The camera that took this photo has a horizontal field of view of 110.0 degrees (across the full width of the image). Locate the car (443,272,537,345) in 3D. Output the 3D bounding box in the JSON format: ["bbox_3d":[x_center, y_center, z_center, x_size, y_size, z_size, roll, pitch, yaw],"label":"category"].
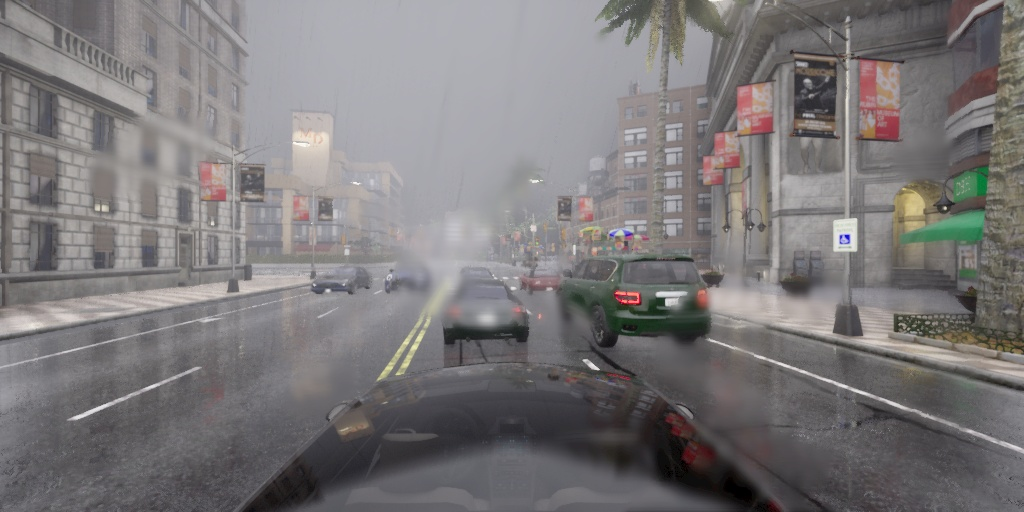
[{"bbox_3d":[-0.767,1.313,9.634,1.994,1.385,4.181,0,0,-7],"label":"car"}]

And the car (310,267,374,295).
[{"bbox_3d":[-9.213,1.296,19.986,2.033,1.411,5.357,0,0,-7],"label":"car"}]

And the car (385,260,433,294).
[{"bbox_3d":[-5.730,1.100,20.326,2.097,1.767,4.553,0,0,-7],"label":"car"}]

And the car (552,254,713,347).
[{"bbox_3d":[2.788,0.971,9.500,2.150,2.045,5.566,0,0,-6],"label":"car"}]

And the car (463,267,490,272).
[{"bbox_3d":[-1.868,1.296,18.820,2.033,1.411,5.357,0,0,-7],"label":"car"}]

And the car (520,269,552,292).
[{"bbox_3d":[1.572,1.350,19.430,1.895,1.301,4.718,0,0,-7],"label":"car"}]
